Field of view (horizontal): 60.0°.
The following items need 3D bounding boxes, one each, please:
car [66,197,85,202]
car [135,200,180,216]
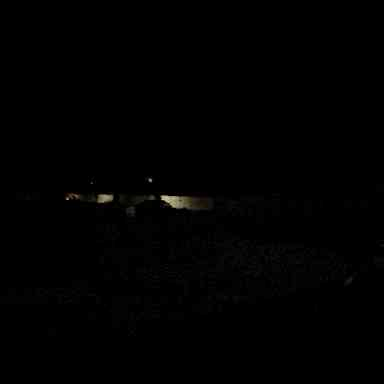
[{"bbox_3d":[-16.136,1.388,45.230,1.895,1.301,4.718,0,0,-35],"label":"car"},{"bbox_3d":[-2.763,1.373,26.365,1.882,1.535,5.008,0,0,-36],"label":"car"}]
